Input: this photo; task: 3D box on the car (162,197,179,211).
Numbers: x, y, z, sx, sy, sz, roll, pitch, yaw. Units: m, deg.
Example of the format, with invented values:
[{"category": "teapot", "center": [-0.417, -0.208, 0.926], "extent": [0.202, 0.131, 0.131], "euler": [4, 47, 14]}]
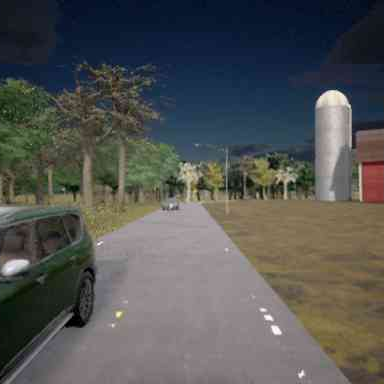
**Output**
[{"category": "car", "center": [-2.828, 1.542, 44.947], "extent": [2.097, 1.767, 4.553], "euler": [0, 0, 0]}]

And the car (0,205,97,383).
[{"category": "car", "center": [-2.850, 1.234, 4.125], "extent": [2.150, 2.045, 5.566], "euler": [0, 0, 0]}]
